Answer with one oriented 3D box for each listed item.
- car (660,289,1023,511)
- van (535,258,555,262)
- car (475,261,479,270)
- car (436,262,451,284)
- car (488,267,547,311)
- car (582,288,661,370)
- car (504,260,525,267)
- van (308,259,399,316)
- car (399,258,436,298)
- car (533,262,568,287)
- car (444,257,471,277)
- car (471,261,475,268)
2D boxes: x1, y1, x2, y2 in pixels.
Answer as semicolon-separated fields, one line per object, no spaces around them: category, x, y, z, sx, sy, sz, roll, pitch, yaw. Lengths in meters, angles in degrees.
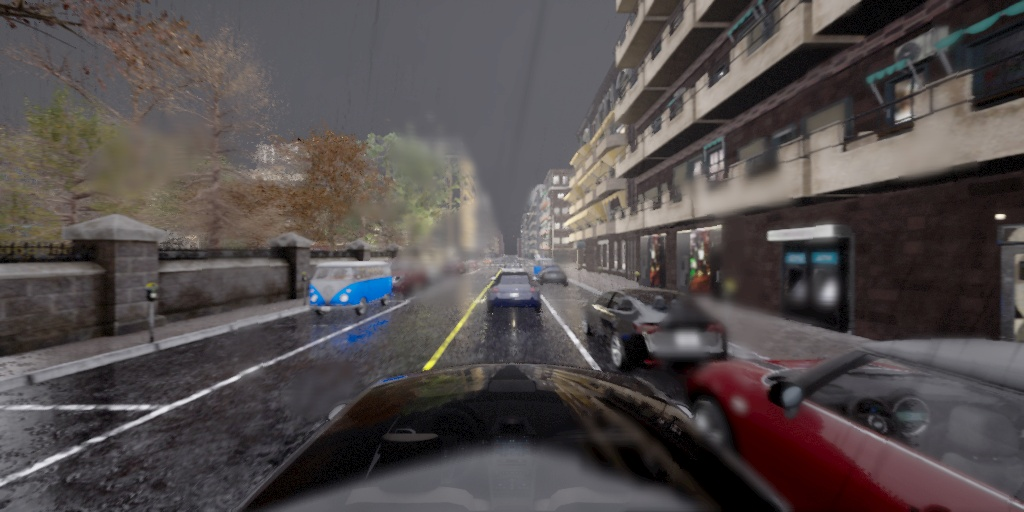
car;2.690;1.190;2.007;1.967;1.591;4.097;0;0;0
van;2.680;1.073;29.683;1.690;1.789;3.998;0;0;0
car;-5.708;1.305;51.820;1.802;1.307;4.207;0;0;0
car;-5.698;1.286;24.144;2.007;1.370;4.403;0;0;0
car;0.096;1.305;14.335;1.994;1.385;4.181;0;0;0
car;2.688;1.312;7.542;1.948;1.339;4.313;0;0;0
car;0.087;1.332;32.744;1.895;1.301;4.718;0;0;0
van;-5.695;1.083;13.073;1.690;1.789;3.998;0;0;0
car;-5.697;1.053;18.609;2.192;1.841;5.009;0;0;0
car;2.682;1.301;24.147;1.948;1.339;4.313;0;0;0
car;-5.702;1.044;35.214;2.192;1.841;5.009;0;0;0
car;-5.704;1.293;40.750;1.948;1.339;4.313;0;0;0
